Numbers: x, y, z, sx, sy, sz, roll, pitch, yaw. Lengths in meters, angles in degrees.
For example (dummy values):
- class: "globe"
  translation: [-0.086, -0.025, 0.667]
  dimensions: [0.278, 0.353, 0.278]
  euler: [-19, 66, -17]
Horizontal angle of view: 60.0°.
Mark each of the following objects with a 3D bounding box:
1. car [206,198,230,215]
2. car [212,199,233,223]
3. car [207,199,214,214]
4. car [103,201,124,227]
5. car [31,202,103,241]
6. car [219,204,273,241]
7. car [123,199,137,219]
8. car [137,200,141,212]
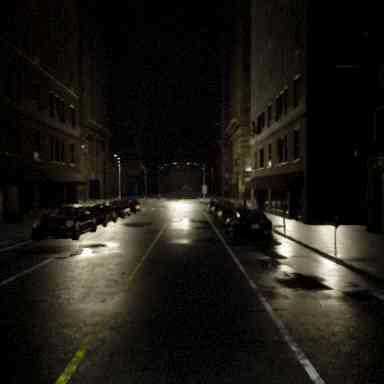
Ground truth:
- class: "car"
  translation: [2.463, 1.332, 32.378]
  dimensions: [1.887, 1.381, 4.507]
  euler: [-1, 0, -1]
- class: "car"
  translation: [2.566, 1.401, 21.367]
  dimensions: [1.887, 1.381, 4.507]
  euler: [-1, 0, -1]
- class: "car"
  translation: [2.514, 1.367, 26.873]
  dimensions: [1.887, 1.381, 4.507]
  euler: [-1, 0, -1]
- class: "car"
  translation: [-5.959, 1.440, 21.289]
  dimensions: [1.947, 1.339, 4.313]
  euler: [-1, 0, -1]
- class: "car"
  translation: [-5.910, 1.349, 15.783]
  dimensions: [1.967, 1.590, 4.097]
  euler: [-1, 0, -1]
- class: "car"
  translation: [2.617, 1.457, 15.863]
  dimensions: [1.947, 1.339, 4.313]
  euler: [-1, 0, -1]
- class: "car"
  translation: [-6.010, 1.390, 26.794]
  dimensions: [2.008, 1.369, 4.403]
  euler: [-1, 0, -1]
- class: "car"
  translation: [-6.061, 1.350, 32.299]
  dimensions: [1.887, 1.381, 4.507]
  euler: [-1, 0, -1]
